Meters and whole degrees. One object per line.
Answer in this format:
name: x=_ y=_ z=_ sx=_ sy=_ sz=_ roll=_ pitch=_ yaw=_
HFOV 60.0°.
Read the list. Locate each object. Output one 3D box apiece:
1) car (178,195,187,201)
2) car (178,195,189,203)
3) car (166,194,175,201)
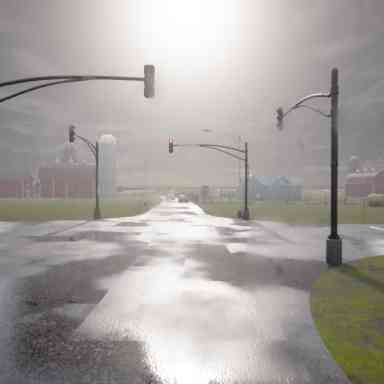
car: x=-2.361 y=1.463 z=79.914 sx=1.837 sy=1.490 sz=4.892 roll=0 pitch=0 yaw=-4
car: x=-1.747 y=1.623 z=69.930 sx=1.895 sy=1.301 sz=4.718 roll=0 pitch=0 yaw=-3
car: x=-4.735 y=1.182 z=73.929 sx=1.812 sy=1.442 sz=4.674 roll=0 pitch=0 yaw=-3
